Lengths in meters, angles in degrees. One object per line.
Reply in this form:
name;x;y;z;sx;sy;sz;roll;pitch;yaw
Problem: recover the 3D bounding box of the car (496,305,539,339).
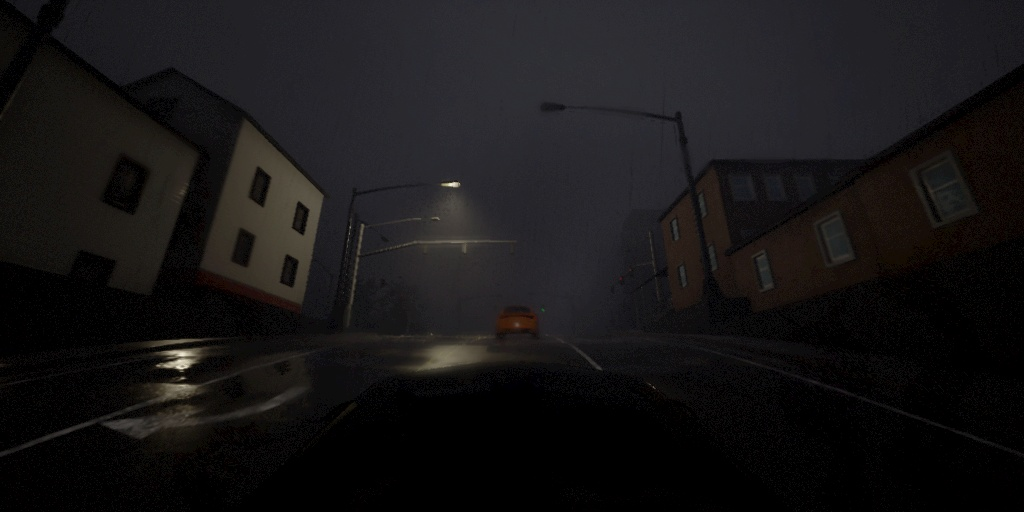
car;0.298;3.195;17.500;1.882;1.535;5.008;0;-11;2
